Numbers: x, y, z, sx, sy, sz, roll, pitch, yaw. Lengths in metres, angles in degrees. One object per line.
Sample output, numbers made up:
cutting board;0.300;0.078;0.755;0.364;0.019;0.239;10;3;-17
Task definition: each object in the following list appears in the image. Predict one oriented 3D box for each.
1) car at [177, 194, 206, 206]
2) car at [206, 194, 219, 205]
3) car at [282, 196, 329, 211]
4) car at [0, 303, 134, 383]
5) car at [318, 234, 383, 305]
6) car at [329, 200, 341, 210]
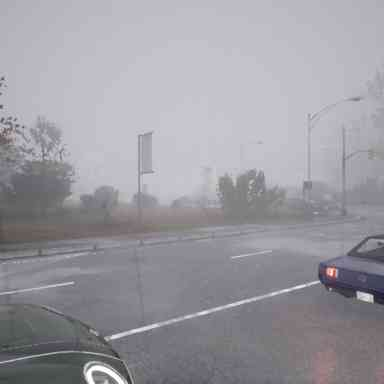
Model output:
car;-0.568;1.300;51.089;1.837;1.490;4.892;-1;0;-39
car;2.308;1.117;53.095;2.097;1.767;4.553;-1;0;-39
car;11.698;1.291;35.704;1.837;1.490;4.892;-1;0;-38
car;-2.567;1.352;1.893;4.553;1.767;2.097;0;0;-36
car;4.906;1.573;7.230;4.718;1.301;1.895;0;0;-35
car;14.419;1.247;37.937;2.128;1.511;4.902;-1;0;-39
